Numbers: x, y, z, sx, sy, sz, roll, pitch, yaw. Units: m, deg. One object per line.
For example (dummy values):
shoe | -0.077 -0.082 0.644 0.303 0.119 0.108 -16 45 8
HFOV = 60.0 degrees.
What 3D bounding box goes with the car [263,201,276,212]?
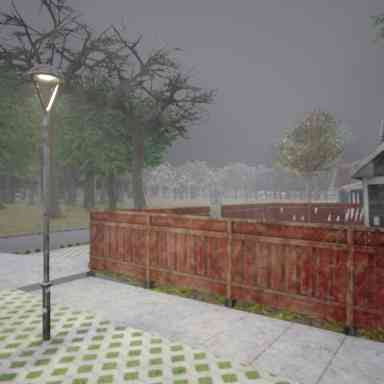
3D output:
car | 11.843 2.141 49.189 1.882 1.535 5.008 -2 -2 35
